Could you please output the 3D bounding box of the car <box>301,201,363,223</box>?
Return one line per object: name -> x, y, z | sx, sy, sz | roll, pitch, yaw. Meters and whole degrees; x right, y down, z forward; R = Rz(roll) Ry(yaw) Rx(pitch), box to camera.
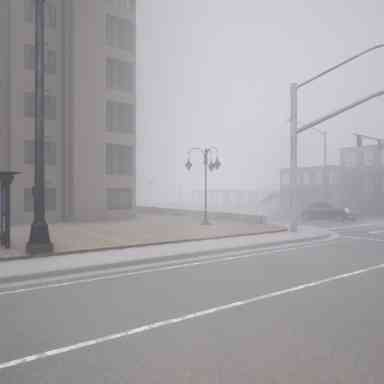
car -> 11.019, 1.497, 26.501 | 2.097, 1.767, 4.553 | 0, -4, -36
